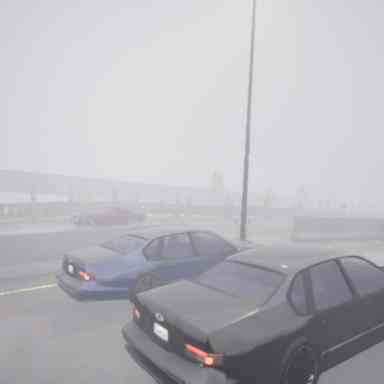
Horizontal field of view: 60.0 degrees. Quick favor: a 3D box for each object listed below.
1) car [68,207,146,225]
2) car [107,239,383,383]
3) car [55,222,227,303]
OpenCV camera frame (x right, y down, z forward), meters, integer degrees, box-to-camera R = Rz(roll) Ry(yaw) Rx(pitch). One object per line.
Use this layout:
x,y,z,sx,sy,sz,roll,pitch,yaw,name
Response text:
-5.488,1.613,21.573,4.718,1.301,1.895,1,-1,-36,car
1.716,1.526,4.971,5.357,1.411,2.033,0,0,-36,car
-0.279,1.526,7.848,5.357,1.411,2.033,0,0,-36,car
